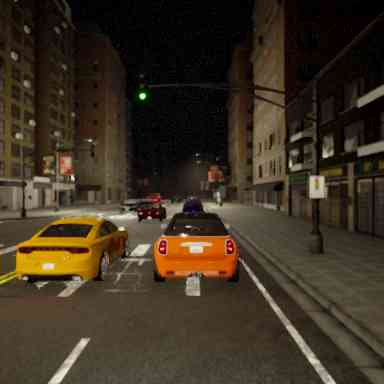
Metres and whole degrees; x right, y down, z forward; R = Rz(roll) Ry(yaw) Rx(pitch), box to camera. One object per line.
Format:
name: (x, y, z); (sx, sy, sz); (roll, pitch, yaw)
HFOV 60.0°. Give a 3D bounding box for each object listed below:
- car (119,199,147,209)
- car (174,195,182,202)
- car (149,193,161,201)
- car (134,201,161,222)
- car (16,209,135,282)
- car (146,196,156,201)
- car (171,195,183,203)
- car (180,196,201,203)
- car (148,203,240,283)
car: (-6.587, 1.518, 36.147); (2.128, 1.511, 4.902); (0, 0, 0)
car: (-3.233, 1.440, 77.559); (1.882, 1.535, 5.008); (0, 0, 0)
car: (-6.487, 1.271, 56.940); (2.150, 2.045, 5.566); (0, 0, 0)
car: (-3.145, 1.619, 26.920); (1.895, 1.301, 4.718); (0, 0, 0)
car: (-3.143, 1.483, 9.770); (1.882, 1.535, 5.008); (0, 0, 0)
car: (-6.563, 1.638, 46.344); (1.895, 1.301, 4.718); (0, 0, 1)
car: (-3.234, 1.566, 67.137); (1.837, 1.490, 4.892); (0, 0, 0)
car: (0.109, 1.500, 32.332); (1.882, 1.535, 5.008); (0, 0, 0)
car: (0.105, 1.357, 9.844); (2.097, 1.767, 4.553); (0, 0, 0)
